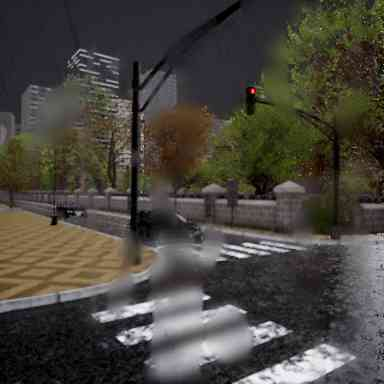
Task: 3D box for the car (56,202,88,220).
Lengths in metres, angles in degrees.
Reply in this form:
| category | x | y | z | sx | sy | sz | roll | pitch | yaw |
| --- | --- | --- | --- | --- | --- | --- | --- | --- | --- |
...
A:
| category | x | y | z | sx | sy | sz | roll | pitch | yaw |
| --- | --- | --- | --- | --- | --- | --- | --- | --- | --- |
| car | -10.902 | 1.647 | 30.037 | 2.128 | 1.511 | 4.902 | 1 | -1 | -35 |

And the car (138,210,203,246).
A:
| category | x | y | z | sx | sy | sz | roll | pitch | yaw |
| --- | --- | --- | --- | --- | --- | --- | --- | --- | --- |
| car | -1.369 | 1.665 | 16.206 | 1.837 | 1.490 | 4.892 | 1 | 0 | -35 |
